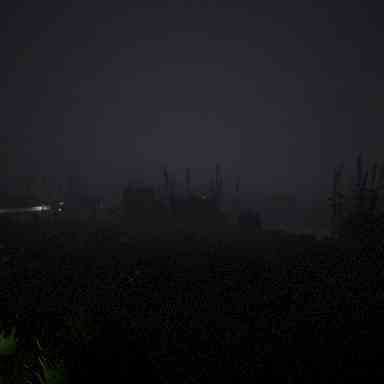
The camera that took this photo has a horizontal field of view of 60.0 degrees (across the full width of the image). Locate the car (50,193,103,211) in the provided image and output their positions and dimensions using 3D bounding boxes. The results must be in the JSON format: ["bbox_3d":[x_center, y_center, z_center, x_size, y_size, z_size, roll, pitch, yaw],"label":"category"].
[{"bbox_3d":[-10.539,0.961,30.381,2.097,1.767,4.553,0,3,40],"label":"car"}]
